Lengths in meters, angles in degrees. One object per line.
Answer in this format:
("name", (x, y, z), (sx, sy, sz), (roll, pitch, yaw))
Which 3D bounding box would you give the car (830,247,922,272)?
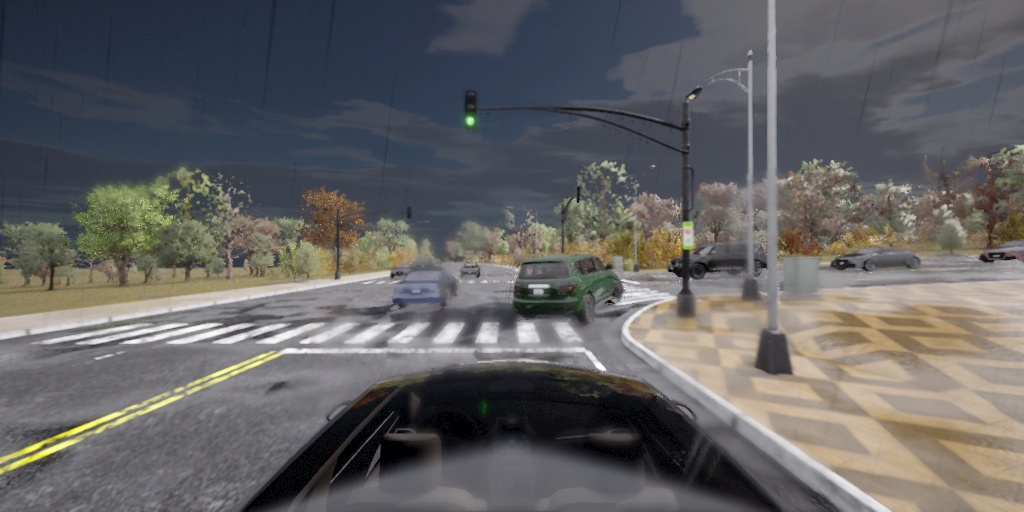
("car", (21.898, 0.159, 21.698), (4.181, 1.385, 1.994), (-3, 0, -1))

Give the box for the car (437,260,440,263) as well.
("car", (-12.245, 1.419, 56.318), (2.097, 1.767, 4.553), (0, 0, -5))

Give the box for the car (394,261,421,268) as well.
("car", (-10.894, 1.495, 36.381), (1.994, 1.385, 4.181), (0, 0, -3))

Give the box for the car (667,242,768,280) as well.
("car", (12.319, 0.256, 21.526), (5.566, 2.045, 2.150), (-3, 0, -1))

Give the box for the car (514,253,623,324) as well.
("car", (2.098, 0.930, 12.419), (2.150, 2.045, 5.566), (-3, 2, 30))

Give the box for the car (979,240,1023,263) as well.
("car", (31.621, -0.284, 22.049), (4.181, 1.385, 1.994), (-3, 0, -3))

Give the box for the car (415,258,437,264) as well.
("car", (-11.493, 1.218, 46.236), (2.150, 2.045, 5.566), (0, 0, -4))

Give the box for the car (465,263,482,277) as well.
("car", (-4.252, 1.427, 37.399), (2.128, 1.511, 4.902), (0, 0, -3))

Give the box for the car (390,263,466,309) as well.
("car", (-3.370, 1.228, 14.889), (2.033, 1.411, 5.357), (-2, 1, -1))
